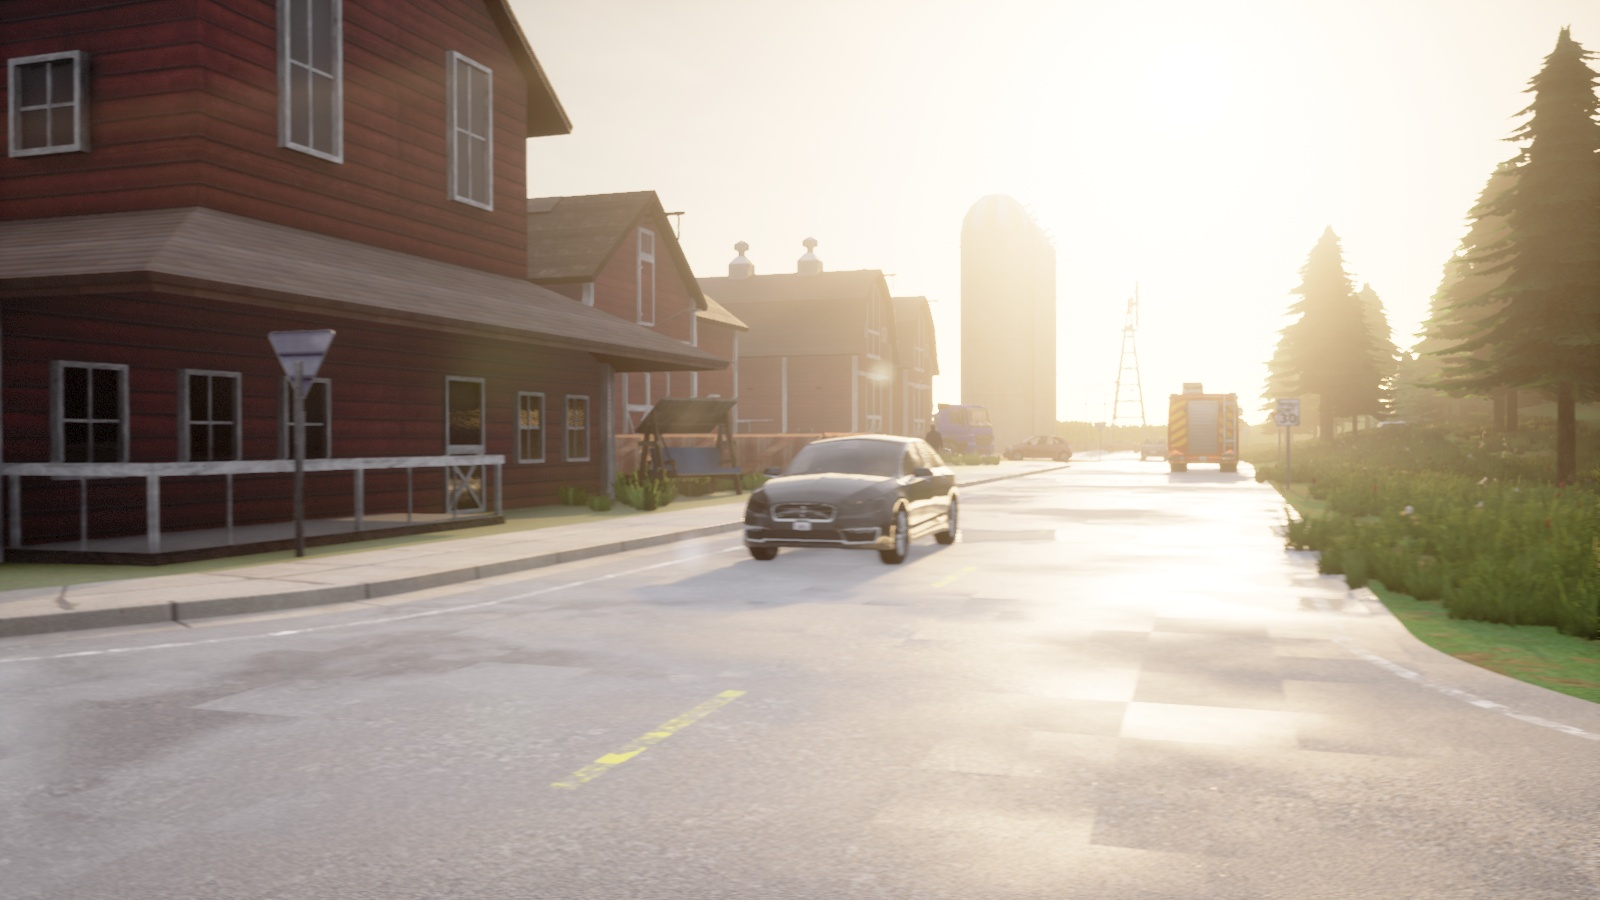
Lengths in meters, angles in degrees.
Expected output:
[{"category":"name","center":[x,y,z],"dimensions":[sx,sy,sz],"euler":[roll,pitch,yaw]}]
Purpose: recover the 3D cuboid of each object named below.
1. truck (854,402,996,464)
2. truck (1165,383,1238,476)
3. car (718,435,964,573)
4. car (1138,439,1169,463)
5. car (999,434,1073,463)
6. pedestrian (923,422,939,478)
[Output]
[{"category":"truck","center":[7.297,-0.981,73.871],"dimensions":[7.936,3.462,2.891],"euler":[0,0,36]},{"category":"truck","center":[18.102,-0.886,56.416],"dimensions":[2.891,3.827,8.468],"euler":[0,1,19]},{"category":"car","center":[0.724,0.566,16.270],"dimensions":[1.837,1.490,4.892],"euler":[0,1,19]},{"category":"car","center":[23.089,0.050,81.943],"dimensions":[1.789,1.549,3.705],"euler":[0,1,19]},{"category":"car","center":[14.020,-0.069,74.690],"dimensions":[3.988,1.617,1.851],"euler":[1,0,-1]},{"category":"pedestrian","center":[4.381,0.003,42.103],"dimensions":[0.402,1.842,0.726],"euler":[0,1,16]}]
